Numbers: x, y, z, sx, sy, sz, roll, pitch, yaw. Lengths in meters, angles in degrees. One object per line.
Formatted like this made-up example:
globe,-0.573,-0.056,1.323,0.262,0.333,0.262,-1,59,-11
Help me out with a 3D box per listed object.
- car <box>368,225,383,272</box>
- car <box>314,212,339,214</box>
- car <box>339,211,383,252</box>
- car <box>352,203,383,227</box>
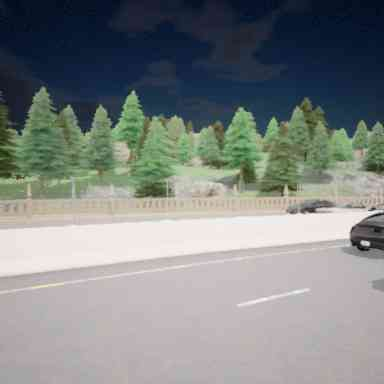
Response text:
car,6.776,1.516,7.709,5.357,1.411,2.033,0,0,-29
car,11.849,1.501,25.661,4.718,1.301,1.895,0,0,-21
car,7.923,1.457,12.173,4.892,1.490,1.837,0,0,-27
car,13.191,1.476,22.377,4.181,1.385,1.994,0,0,-21
